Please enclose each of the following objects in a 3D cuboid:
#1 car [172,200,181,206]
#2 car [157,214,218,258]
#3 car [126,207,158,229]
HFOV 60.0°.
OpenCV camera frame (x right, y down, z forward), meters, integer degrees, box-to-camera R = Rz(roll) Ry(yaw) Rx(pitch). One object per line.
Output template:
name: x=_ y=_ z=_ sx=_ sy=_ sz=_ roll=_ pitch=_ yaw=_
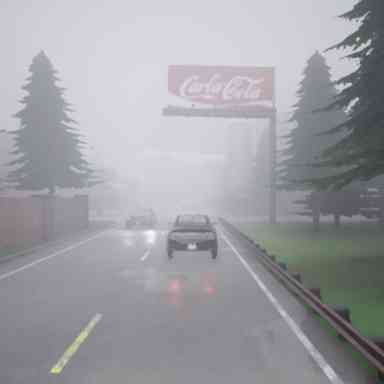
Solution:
car: x=-3.490 y=2.412 z=73.766 sx=1.895 sy=1.301 sz=4.718 roll=0 pitch=-1 yaw=0
car: x=0.018 y=1.644 z=13.480 sx=2.128 sy=1.511 sz=4.902 roll=0 pitch=0 yaw=0
car: x=-3.517 y=1.793 z=24.042 sx=1.812 sy=1.442 sz=4.674 roll=0 pitch=-1 yaw=0
